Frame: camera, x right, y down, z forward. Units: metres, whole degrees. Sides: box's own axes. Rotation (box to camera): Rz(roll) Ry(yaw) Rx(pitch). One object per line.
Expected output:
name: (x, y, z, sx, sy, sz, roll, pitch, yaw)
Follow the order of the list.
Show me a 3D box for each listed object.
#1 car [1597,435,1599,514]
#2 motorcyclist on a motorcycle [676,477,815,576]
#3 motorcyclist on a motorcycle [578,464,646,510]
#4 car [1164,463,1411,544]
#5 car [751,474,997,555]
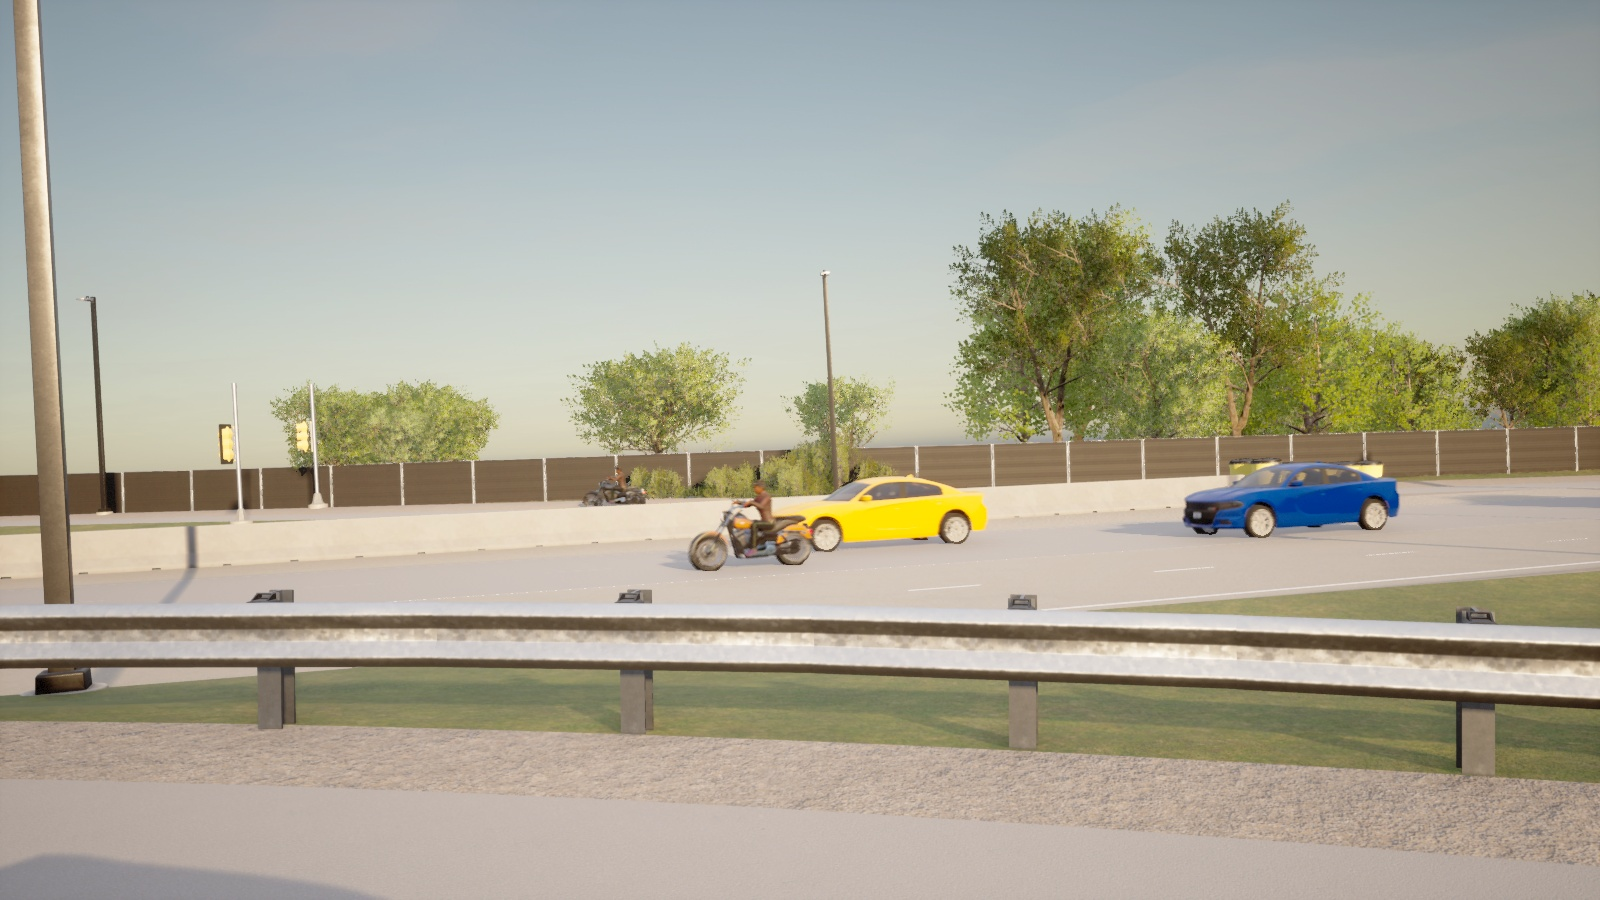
car: (23.548, 0.556, 32.367, 5.566, 2.045, 2.150, -1, -1, -21)
motorcyclist on a motorcycle: (-0.978, 1.354, 22.778, 2.350, 1.649, 0.766, -2, -1, -21)
motorcyclist on a motorcycle: (-7.004, 1.388, 46.800, 2.350, 1.649, 0.766, -1, 0, 5)
car: (10.604, 1.116, 27.303, 5.008, 1.535, 1.882, -1, -1, -21)
car: (1.631, 1.361, 27.554, 5.008, 1.535, 1.882, -1, -1, -21)
